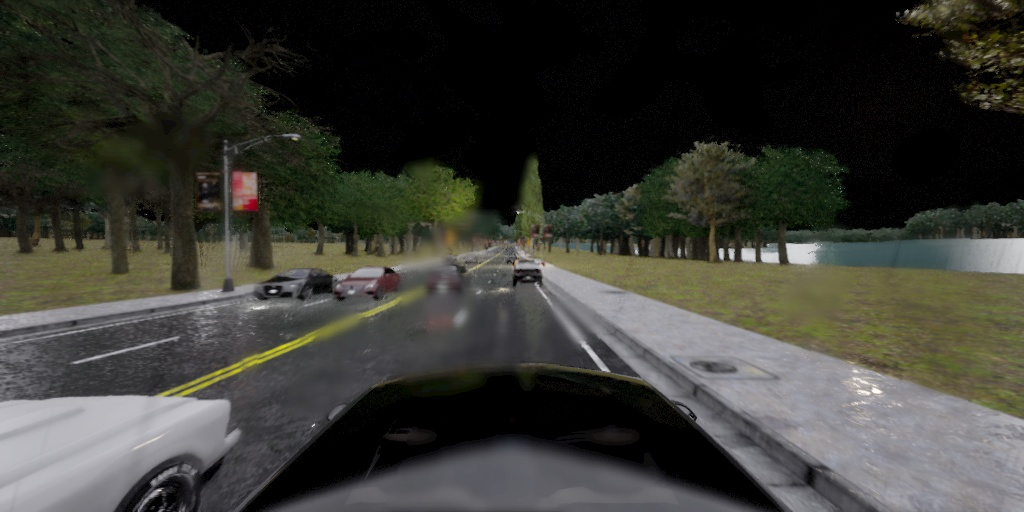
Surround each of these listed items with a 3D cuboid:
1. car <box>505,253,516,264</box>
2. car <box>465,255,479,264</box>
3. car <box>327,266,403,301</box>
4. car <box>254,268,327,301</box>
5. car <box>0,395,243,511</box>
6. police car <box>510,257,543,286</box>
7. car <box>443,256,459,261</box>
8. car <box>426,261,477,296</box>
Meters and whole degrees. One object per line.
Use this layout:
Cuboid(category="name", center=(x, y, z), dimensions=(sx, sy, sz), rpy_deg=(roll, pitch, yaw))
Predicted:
Cuboid(category="car", center=(0.001, 0.573, 59.467), dimensions=(1.837, 1.490, 4.892), rpy_deg=(0, 1, 0))
Cuboid(category="car", center=(-6.545, 0.595, 58.488), dimensions=(1.837, 1.490, 4.892), rpy_deg=(0, 2, 1))
Cuboid(category="car", center=(-6.600, 1.208, 17.063), dimensions=(1.812, 1.442, 4.674), rpy_deg=(0, 0, 0))
Cuboid(category="car", center=(-9.848, 1.249, 16.760), dimensions=(1.994, 1.385, 4.181), rpy_deg=(0, 0, 0))
Cuboid(category="car", center=(-3.151, 1.350, 0.780), dimensions=(1.895, 1.301, 4.718), rpy_deg=(0, 0, 0))
Cuboid(category="police car", center=(0.975, 1.060, 23.956), dimensions=(1.930, 1.638, 5.238), rpy_deg=(0, 0, 0))
Cuboid(category="car", center=(-9.788, 0.653, 57.940), dimensions=(2.033, 1.411, 5.357), rpy_deg=(0, 1, 1))
Cuboid(category="car", center=(-3.151, 1.176, 18.688), dimensions=(1.837, 1.490, 4.892), rpy_deg=(0, 0, 0))
